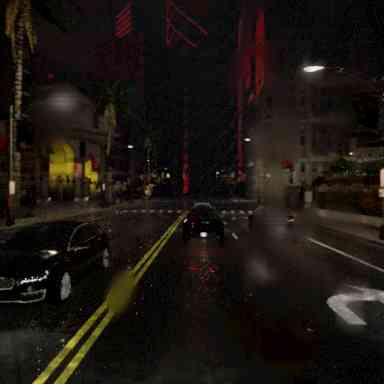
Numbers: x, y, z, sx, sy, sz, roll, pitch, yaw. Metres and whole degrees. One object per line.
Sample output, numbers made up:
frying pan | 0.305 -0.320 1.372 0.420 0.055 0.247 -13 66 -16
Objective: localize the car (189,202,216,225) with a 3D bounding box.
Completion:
car | 0.783 1.528 25.328 1.812 1.442 4.674 0 0 1

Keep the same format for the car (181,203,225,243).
car | 0.535 1.508 16.171 1.837 1.490 4.892 0 0 1

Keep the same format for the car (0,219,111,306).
car | -3.403 1.496 8.203 1.837 1.490 4.892 0 0 2

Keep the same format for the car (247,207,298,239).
car | 4.065 1.503 17.333 2.128 1.511 4.902 0 0 2
